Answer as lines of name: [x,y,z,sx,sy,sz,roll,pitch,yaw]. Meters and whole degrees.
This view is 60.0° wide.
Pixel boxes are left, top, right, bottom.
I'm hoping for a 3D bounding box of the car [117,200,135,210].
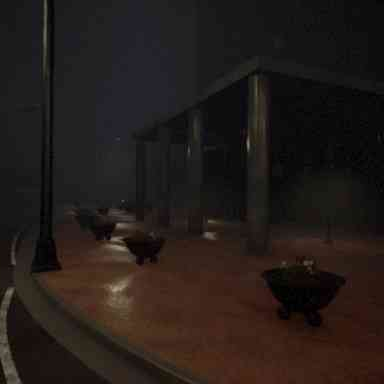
car: [-9.707,1.935,50.728,2.128,1.511,4.902,0,-1,15]
